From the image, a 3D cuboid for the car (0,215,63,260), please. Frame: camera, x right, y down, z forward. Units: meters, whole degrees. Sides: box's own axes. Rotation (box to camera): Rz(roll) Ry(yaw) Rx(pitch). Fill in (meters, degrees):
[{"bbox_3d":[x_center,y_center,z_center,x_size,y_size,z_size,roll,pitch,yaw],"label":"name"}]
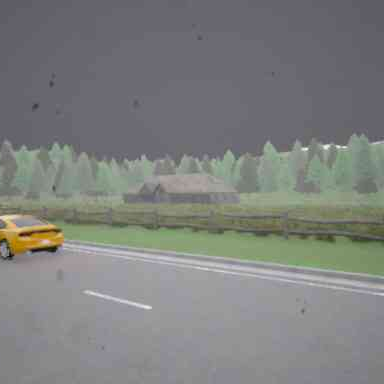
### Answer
[{"bbox_3d":[-7.257,1.667,13.410,5.008,1.535,1.882,-1,0,36],"label":"car"}]
